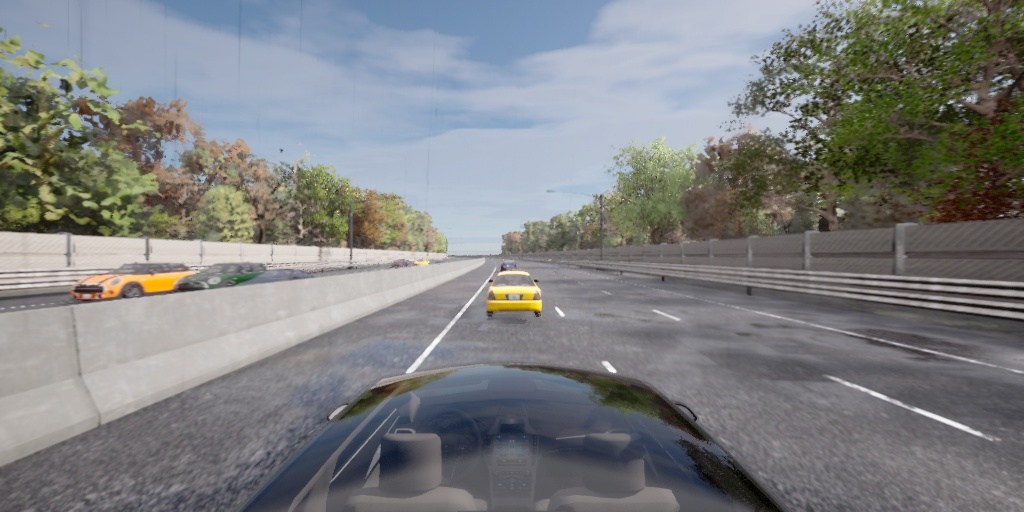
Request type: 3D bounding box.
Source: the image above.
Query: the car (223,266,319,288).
[{"bbox_3d":[-10.678,1.313,16.685,1.994,1.385,4.181,0,0,-1],"label":"car"}]

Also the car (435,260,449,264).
[{"bbox_3d":[-11.506,1.303,59.284,1.994,1.385,4.181,0,0,-1],"label":"car"}]

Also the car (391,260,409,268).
[{"bbox_3d":[-18.501,1.300,59.256,1.994,1.385,4.181,0,0,-1],"label":"car"}]

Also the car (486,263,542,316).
[{"bbox_3d":[0.050,1.205,13.272,1.801,1.575,5.366,0,0,0],"label":"car"}]

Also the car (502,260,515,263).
[{"bbox_3d":[-0.459,1.249,45.287,2.163,1.488,4.792,0,0,-1],"label":"car"}]

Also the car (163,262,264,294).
[{"bbox_3d":[-14.190,1.101,18.009,2.097,1.767,4.553,0,0,-1],"label":"car"}]

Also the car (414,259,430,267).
[{"bbox_3d":[-15.028,1.215,59.899,1.882,1.535,5.008,0,0,-1],"label":"car"}]

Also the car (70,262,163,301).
[{"bbox_3d":[-17.681,1.101,17.138,2.097,1.767,4.553,0,0,-1],"label":"car"}]
